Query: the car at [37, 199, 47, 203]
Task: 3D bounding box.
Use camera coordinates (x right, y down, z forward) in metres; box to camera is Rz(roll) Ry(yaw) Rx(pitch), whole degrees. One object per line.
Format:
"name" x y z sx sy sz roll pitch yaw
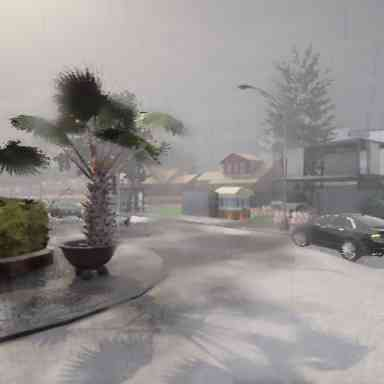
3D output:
"car" -17.545 1.565 38.868 1.812 1.442 4.674 0 0 -36

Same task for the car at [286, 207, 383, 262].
"car" 5.712 1.561 12.525 1.837 1.490 4.892 3 -1 -14

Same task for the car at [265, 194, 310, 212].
"car" 8.668 1.098 30.016 3.866 1.878 1.905 0 0 0

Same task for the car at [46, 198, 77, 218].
"car" -11.574 1.544 30.455 1.837 1.490 4.892 0 0 -35

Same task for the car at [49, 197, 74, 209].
"car" -18.830 1.549 47.863 2.128 1.511 4.902 0 0 -36

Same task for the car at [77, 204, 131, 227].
"car" -5.732 1.530 22.256 2.128 1.511 4.902 0 0 -35
